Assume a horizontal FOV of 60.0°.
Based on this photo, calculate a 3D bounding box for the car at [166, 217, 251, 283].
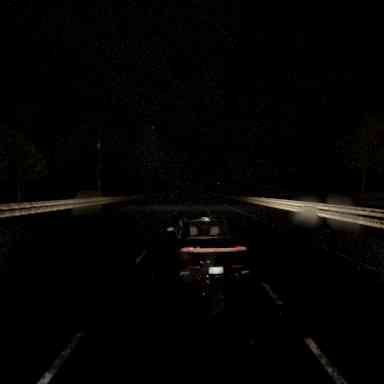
[{"bbox_3d":[0.332,1.457,9.592,2.128,1.511,4.902,0,0,-4],"label":"car"}]
